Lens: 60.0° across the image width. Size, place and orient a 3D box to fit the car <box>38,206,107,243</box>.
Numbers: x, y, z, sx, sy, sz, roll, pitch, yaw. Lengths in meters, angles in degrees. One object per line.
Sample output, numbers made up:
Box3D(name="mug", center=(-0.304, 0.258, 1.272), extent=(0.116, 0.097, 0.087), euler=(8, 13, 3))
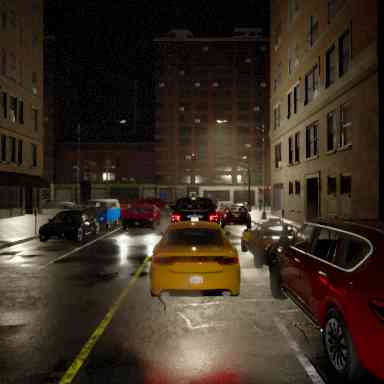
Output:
Box3D(name="car", center=(-5.858, 1.582, 16.320), extent=(1.947, 1.339, 4.313), euler=(1, 0, 0))

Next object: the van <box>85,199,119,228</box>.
Box3D(name="van", center=(-5.858, 1.365, 21.803), extent=(1.690, 1.788, 3.998), euler=(1, 0, 0))

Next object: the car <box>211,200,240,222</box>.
Box3D(name="car", center=(2.664, 1.472, 27.288), extent=(1.967, 1.590, 4.097), euler=(1, 0, 0))

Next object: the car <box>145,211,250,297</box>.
Box3D(name="car", center=(0.046, 1.485, 8.655), extent=(1.882, 1.535, 5.008), euler=(0, 0, -1))

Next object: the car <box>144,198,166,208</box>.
Box3D(name="car", center=(-4.634, 1.484, 43.361), extent=(5.008, 1.535, 1.882), euler=(0, -1, 0))

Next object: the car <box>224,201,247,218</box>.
Box3D(name="car", center=(2.667, 1.464, 21.805), extent=(1.967, 1.590, 4.097), euler=(1, 0, 0))

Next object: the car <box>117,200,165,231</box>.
Box3D(name="car", center=(-3.053, 1.501, 21.012), extent=(1.882, 1.535, 5.008), euler=(0, 0, 1))

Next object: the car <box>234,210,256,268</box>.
Box3D(name="car", center=(2.670, 1.535, 11.010), extent=(1.752, 1.417, 4.829), euler=(1, 0, 0))

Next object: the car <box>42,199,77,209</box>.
Box3D(name="car", center=(-16.525, 1.484, 40.169), extent=(4.718, 1.301, 1.895), euler=(0, -1, 1))

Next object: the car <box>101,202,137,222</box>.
Box3D(name="car", center=(-5.862, 1.577, 27.285), extent=(1.887, 1.381, 4.507), euler=(1, 0, 0))

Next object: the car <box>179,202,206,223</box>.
Box3D(name="car", center=(0.070, 1.595, 26.714), extent=(1.994, 1.385, 4.181), euler=(0, 0, 1))

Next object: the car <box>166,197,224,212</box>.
Box3D(name="car", center=(0.096, 1.238, 16.245), extent=(2.150, 2.045, 5.566), euler=(0, 0, 0))

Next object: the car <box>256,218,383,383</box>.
Box3D(name="car", center=(2.675, 1.318, 5.357), extent=(2.192, 1.841, 5.009), euler=(1, 0, 0))
